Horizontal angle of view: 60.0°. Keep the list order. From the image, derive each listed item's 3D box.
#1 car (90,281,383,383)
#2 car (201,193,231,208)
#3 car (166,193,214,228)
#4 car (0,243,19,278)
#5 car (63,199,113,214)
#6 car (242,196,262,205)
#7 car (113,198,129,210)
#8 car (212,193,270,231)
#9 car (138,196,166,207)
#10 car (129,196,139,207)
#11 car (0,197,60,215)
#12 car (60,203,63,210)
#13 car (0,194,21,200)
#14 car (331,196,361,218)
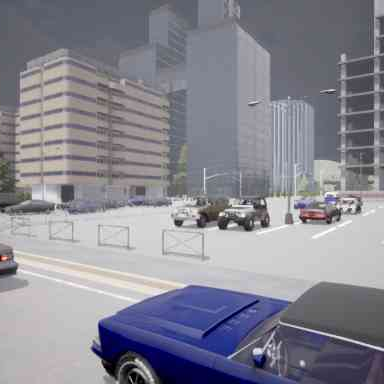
[{"bbox_3d":[1.205,1.601,3.130,4.718,1.301,1.895,0,0,35],"label":"car"},{"bbox_3d":[3.706,1.224,50.361,2.150,2.045,5.566,0,0,34],"label":"car"},{"bbox_3d":[0.727,1.153,20.885,1.932,1.855,4.605,0,0,34],"label":"car"},{"bbox_3d":[-6.640,1.547,8.646,5.357,1.411,2.033,0,0,35],"label":"car"},{"bbox_3d":[-10.879,1.564,34.897,1.994,1.385,4.181,0,0,34],"label":"car"},{"bbox_3d":[11.211,1.505,61.545,1.837,1.490,4.892,0,0,34],"label":"car"},{"bbox_3d":[-10.901,1.547,41.502,2.033,1.411,5.357,0,0,34],"label":"car"},{"bbox_3d":[3.094,1.156,19.219,1.905,1.878,3.866,0,0,34],"label":"car"},{"bbox_3d":[-5.109,1.547,50.118,2.033,1.411,5.357,0,0,34],"label":"car"},{"bbox_3d":[-8.792,1.352,50.873,2.097,1.767,4.553,0,0,35],"label":"car"},{"bbox_3d":[-16.232,1.526,33.530,1.812,1.442,4.674,0,0,34],"label":"car"},{"bbox_3d":[-14.469,1.547,42.477,2.033,1.411,5.357,0,0,34],"label":"car"},{"bbox_3d":[-20.179,1.222,33.968,2.150,2.045,5.566,0,0,34],"label":"car"},{"bbox_3d":[15.119,1.395,32.174,1.970,1.475,3.806,0,0,34],"label":"car"}]
